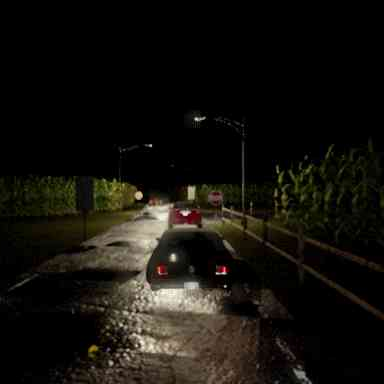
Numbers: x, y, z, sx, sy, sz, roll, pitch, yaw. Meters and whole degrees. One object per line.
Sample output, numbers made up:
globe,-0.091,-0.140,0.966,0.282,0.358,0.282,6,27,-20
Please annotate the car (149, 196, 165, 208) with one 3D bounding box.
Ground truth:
car,-5.622,1.478,51.862,2.097,1.767,4.553,0,0,-6

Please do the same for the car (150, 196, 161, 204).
car,-7.367,1.683,67.490,2.128,1.511,4.902,0,0,-7

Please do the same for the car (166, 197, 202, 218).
car,-0.501,1.397,22.425,2.097,1.767,4.553,0,0,-3

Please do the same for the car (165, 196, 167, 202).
car,-5.881,1.772,76.667,1.994,1.385,4.181,0,0,-9

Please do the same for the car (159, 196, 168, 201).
car,-7.407,1.684,86.241,1.994,1.385,4.181,0,0,-10

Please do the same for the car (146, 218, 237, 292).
car,-0.044,1.617,8.970,1.895,1.301,4.718,0,0,-1
